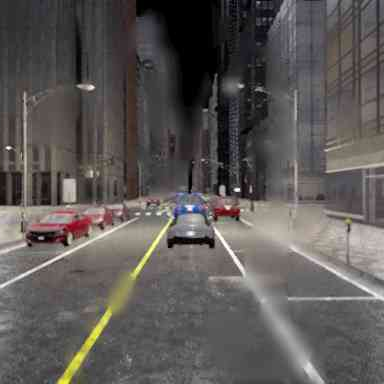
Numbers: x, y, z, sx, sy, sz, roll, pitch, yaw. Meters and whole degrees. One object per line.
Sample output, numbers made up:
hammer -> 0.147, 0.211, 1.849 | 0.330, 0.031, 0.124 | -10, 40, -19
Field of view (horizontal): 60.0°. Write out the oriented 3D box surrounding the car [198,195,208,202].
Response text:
car -> 2.288, 1.420, 70.209 | 1.887, 1.381, 4.507 | 0, 0, 0

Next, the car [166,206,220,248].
car -> -0.029, 1.536, 14.605 | 1.994, 1.385, 4.181 | 0, 0, 0

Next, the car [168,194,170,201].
car -> -6.236, 1.457, 70.133 | 1.887, 1.381, 4.507 | 0, 0, 0

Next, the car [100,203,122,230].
car -> -5.898, 1.568, 20.752 | 1.802, 1.307, 4.206 | 0, 0, 0

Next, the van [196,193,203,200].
van -> 2.133, 1.196, 92.753 | 1.690, 1.788, 3.998 | 0, 0, 0

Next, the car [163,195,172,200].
car -> -6.352, 1.462, 87.041 | 1.947, 1.339, 4.313 | 0, 0, 0

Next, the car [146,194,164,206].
car -> -6.122, 1.249, 53.223 | 2.192, 1.841, 5.009 | 0, 0, 0

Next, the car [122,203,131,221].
car -> -5.937, 1.558, 26.370 | 1.802, 1.307, 4.206 | 0, 0, 0

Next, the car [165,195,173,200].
car -> -6.390, 1.474, 92.678 | 1.802, 1.307, 4.206 | 0, 0, 0

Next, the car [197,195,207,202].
car -> 2.250, 1.413, 75.845 | 1.887, 1.381, 4.507 | 0, 0, 0

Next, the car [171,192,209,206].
car -> -0.159, 1.175, 24.560 | 2.150, 2.045, 5.566 | 0, 0, 0

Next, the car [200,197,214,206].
car -> 2.404, 1.447, 53.301 | 2.008, 1.369, 4.403 | 0, 0, 0

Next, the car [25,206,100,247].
car -> -5.860, 1.541, 15.133 | 1.887, 1.381, 4.507 | 0, 0, 0

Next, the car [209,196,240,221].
car -> 2.586, 1.253, 26.447 | 2.192, 1.841, 5.009 | 0, 0, 0

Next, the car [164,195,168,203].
car -> -6.197, 1.445, 64.326 | 1.752, 1.417, 4.829 | 0, 0, 0

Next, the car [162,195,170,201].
car -> -6.312, 1.426, 81.235 | 1.752, 1.417, 4.829 | 0, 0, 0

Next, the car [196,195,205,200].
car -> 2.173, 1.409, 87.117 | 2.008, 1.369, 4.403 | 0, 0, 0
